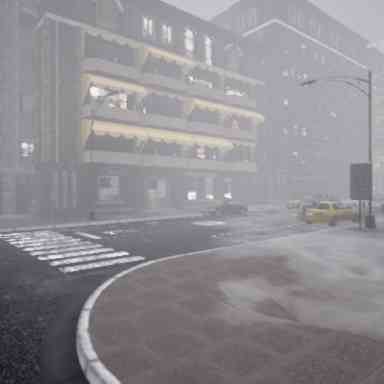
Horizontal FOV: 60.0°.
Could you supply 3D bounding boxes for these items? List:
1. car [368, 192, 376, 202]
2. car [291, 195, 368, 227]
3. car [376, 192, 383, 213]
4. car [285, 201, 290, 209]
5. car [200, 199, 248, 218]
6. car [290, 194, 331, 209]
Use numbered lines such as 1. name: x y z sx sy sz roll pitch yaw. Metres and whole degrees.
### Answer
1. car: 24.003 0.649 42.866 4.507 1.381 1.887 -1 2 -39
2. car: 7.967 1.104 19.032 4.829 1.417 1.752 -1 2 -39
3. car: 16.433 0.826 25.911 4.097 1.590 1.967 -1 2 -39
4. car: 10.975 0.931 32.276 4.829 1.417 1.752 -1 2 -39
5. car: 2.509 1.181 25.395 4.206 1.307 1.802 -1 2 -39
6. car: 11.116 0.926 29.065 4.902 1.511 2.128 -1 1 -39
